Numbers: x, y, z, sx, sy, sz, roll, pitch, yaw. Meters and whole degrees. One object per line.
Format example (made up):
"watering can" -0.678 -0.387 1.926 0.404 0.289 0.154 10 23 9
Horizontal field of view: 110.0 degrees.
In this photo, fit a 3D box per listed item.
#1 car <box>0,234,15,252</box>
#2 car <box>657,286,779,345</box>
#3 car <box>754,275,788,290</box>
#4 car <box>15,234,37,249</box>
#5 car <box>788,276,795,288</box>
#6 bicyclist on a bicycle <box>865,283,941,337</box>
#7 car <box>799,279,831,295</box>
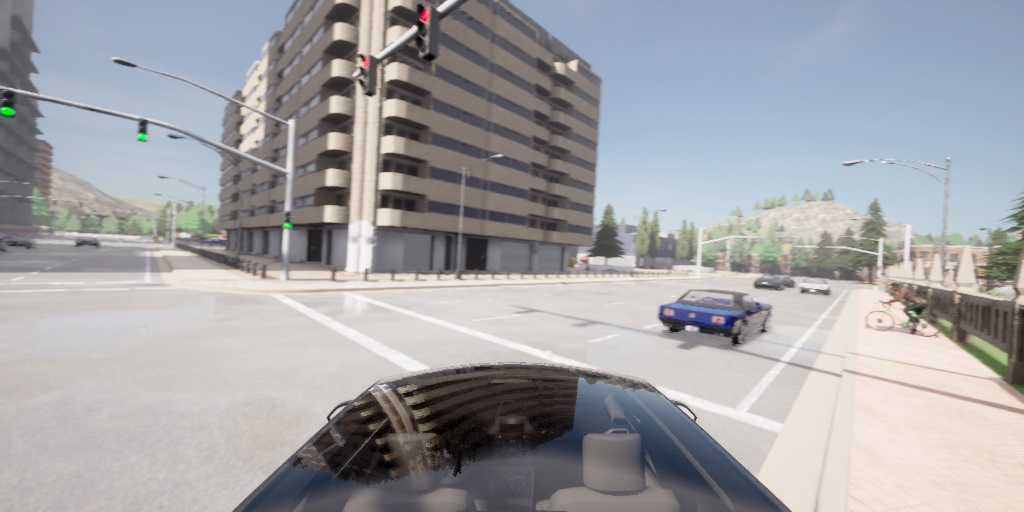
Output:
"car" -39.639 -1.042 26.791 4.892 1.490 1.837 3 0 45
"car" 6.271 1.664 10.769 4.718 1.301 1.895 3 0 -44
"car" 25.025 2.560 34.879 1.994 1.385 4.181 3 0 44
"car" -46.688 -1.391 33.793 4.181 1.385 1.994 3 0 45
"car" 30.838 2.855 40.946 1.994 1.385 4.181 3 0 44
"bicyclist on a bicycle" 12.494 1.700 11.484 1.656 1.620 0.582 3 0 44
"car" 27.240 2.728 32.154 1.895 1.301 4.718 3 0 45
